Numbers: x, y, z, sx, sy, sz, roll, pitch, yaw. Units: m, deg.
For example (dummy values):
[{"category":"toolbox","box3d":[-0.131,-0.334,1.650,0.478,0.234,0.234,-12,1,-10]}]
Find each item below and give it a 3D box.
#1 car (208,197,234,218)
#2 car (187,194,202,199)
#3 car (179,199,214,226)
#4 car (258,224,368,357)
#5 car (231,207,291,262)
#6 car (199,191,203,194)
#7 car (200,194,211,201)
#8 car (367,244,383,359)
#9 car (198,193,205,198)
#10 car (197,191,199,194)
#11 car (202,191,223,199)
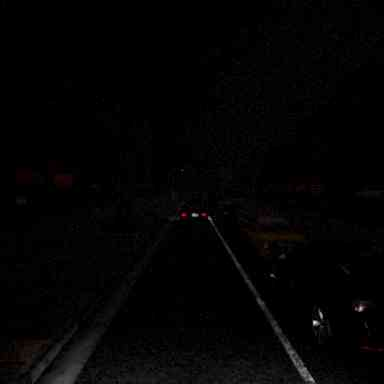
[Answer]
[{"category":"car","box3d":[2.673,1.382,28.114,2.008,1.369,4.403,1,0,0]},{"category":"car","box3d":[0.143,1.310,45.247,1.895,1.301,4.718,0,0,0]},{"category":"car","box3d":[0.119,1.416,22.307,2.033,1.411,5.357,0,0,0]},{"category":"car","box3d":[2.651,1.533,5.948,1.947,1.339,4.313,1,0,0]},{"category":"car","box3d":[2.657,1.460,11.660,1.752,1.417,4.829,1,0,0]},{"category":"car","box3d":[2.702,0.947,55.816,2.192,1.841,5.009,1,0,0]},{"category":"car","box3d":[2.709,1.096,66.899,1.887,1.381,4.507,1,0,0]},{"category":"car","box3d":[2.649,1.312,0.406,2.192,1.841,5.009,1,0,0]},{"category":"car","box3d":[2.735,0.916,94.603,1.947,1.339,4.313,1,0,0]},{"category":"car","box3d":[2.718,0.826,72.439,2.192,1.841,5.009,1,0,0]},{"category":"car","box3d":[2.687,1.068,39.194,2.192,1.841,5.009,1,0,0]}]
